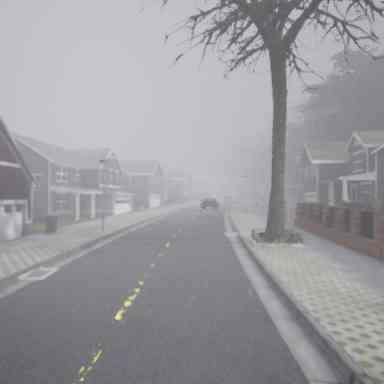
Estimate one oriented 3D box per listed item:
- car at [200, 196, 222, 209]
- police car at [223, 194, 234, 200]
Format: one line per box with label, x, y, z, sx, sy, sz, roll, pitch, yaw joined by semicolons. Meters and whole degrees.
car;1.753;1.162;32.045;1.837;1.490;4.892;0;0;6
police car;7.112;0.945;64.585;1.930;1.638;5.238;0;0;12
